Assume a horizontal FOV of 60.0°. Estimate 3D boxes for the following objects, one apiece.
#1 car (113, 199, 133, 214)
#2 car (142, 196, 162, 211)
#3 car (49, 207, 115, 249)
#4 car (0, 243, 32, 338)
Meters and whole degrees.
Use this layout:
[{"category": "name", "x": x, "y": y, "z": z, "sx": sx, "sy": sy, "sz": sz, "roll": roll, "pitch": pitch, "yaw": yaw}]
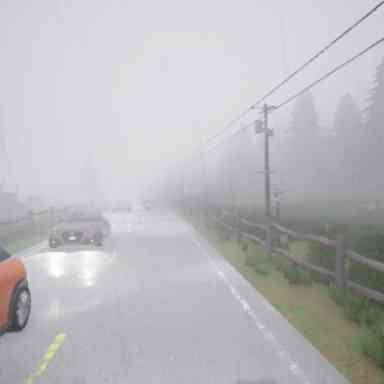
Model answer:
[{"category": "car", "x": -7.350, "y": 1.483, "z": 35.225, "sx": 1.812, "sy": 1.442, "sz": 4.674, "roll": -1, "pitch": 0, "yaw": -8}, {"category": "car", "x": -4.567, "y": 1.497, "z": 38.880, "sx": 1.895, "sy": 1.301, "sz": 4.718, "roll": -1, "pitch": 0, "yaw": -9}, {"category": "car", "x": -4.810, "y": 1.572, "z": 14.751, "sx": 1.994, "sy": 1.385, "sz": 4.181, "roll": -1, "pitch": 1, "yaw": -6}, {"category": "car", "x": -3.614, "y": 1.393, "z": 3.742, "sx": 2.097, "sy": 1.767, "sz": 4.553, "roll": -1, "pitch": 0, "yaw": -6}]
